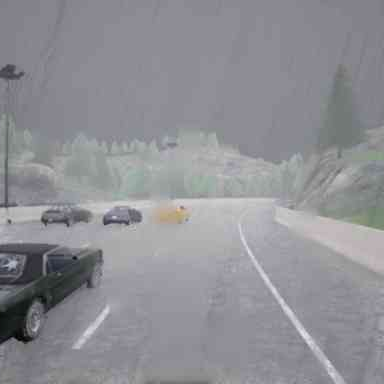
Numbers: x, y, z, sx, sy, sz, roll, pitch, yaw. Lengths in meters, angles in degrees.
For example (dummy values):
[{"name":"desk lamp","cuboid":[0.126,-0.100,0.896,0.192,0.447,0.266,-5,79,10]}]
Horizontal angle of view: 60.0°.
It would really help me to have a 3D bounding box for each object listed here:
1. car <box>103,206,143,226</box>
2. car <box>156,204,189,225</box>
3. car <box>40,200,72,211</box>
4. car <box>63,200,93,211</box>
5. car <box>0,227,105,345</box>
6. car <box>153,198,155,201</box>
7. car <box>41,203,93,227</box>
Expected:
[{"name":"car","cuboid":[-5.105,1.741,25.007,1.994,1.385,4.181,0,0,8]},{"name":"car","cuboid":[-1.446,1.680,25.921,1.882,1.535,5.008,0,0,8]},{"name":"car","cuboid":[-19.015,1.844,46.704,1.994,1.385,4.181,0,0,14]},{"name":"car","cuboid":[-15.645,1.853,45.750,1.994,1.385,4.181,0,0,14]},{"name":"car","cuboid":[-3.242,1.638,6.498,1.895,1.301,4.718,0,0,2]},{"name":"car","cuboid":[-8.971,1.842,86.837,1.837,1.490,4.892,0,-1,25]},{"name":"car","cuboid":[-8.791,1.641,23.805,2.128,1.511,4.902,0,0,7]}]
